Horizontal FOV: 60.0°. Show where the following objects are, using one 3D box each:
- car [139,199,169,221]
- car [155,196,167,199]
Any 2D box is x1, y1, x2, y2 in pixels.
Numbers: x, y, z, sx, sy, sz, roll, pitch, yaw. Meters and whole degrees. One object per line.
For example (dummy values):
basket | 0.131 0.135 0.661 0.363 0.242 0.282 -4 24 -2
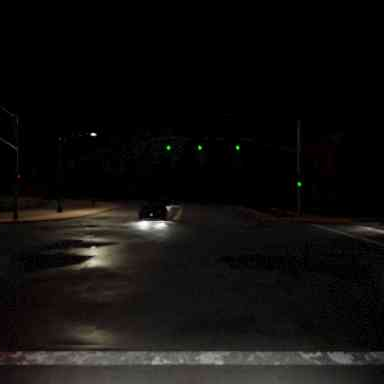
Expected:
car | -3.013 1.504 26.610 1.994 1.385 4.181 0 0 0
car | -4.746 1.364 51.609 1.837 1.490 4.892 1 0 -14
